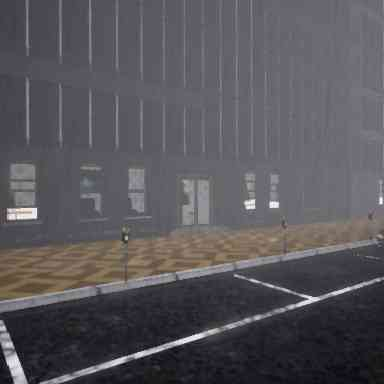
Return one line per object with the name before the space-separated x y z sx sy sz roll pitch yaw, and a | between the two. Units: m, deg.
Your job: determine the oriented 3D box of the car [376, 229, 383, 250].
car | 8.819 1.541 12.851 4.403 1.369 2.008 0 0 -36
